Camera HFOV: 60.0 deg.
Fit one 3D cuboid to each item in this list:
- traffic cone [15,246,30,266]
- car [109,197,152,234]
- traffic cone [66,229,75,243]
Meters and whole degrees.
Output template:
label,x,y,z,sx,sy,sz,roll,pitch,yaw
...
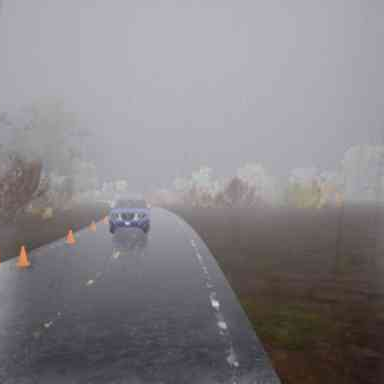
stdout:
label,x,y,z,sx,sy,sz,roll,pitch,yaw
traffic cone,-5.377,2.015,10.578,0.340,0.580,0.340,0,0,-3
car,-3.704,1.337,20.611,2.150,2.045,5.566,0,0,-5
traffic cone,-5.671,2.042,15.513,0.340,0.580,0.340,0,0,-4
